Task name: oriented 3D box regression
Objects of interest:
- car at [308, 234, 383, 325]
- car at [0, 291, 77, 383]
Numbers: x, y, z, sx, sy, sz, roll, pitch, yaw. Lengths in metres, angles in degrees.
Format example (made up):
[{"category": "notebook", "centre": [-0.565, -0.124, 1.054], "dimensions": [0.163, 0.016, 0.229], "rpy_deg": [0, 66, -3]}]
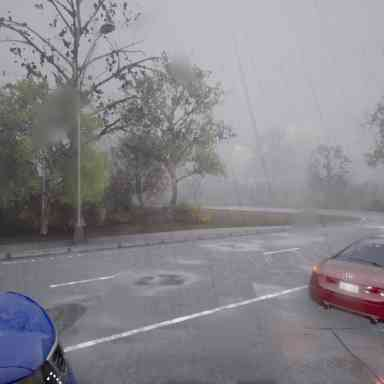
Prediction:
[{"category": "car", "centre": [4.269, 1.564, 6.715], "dimensions": [4.181, 1.385, 1.994], "rpy_deg": [0, 0, -35]}, {"category": "car", "centre": [-3.355, 1.221, 1.326], "dimensions": [5.566, 2.045, 2.150], "rpy_deg": [0, 0, -36]}]
